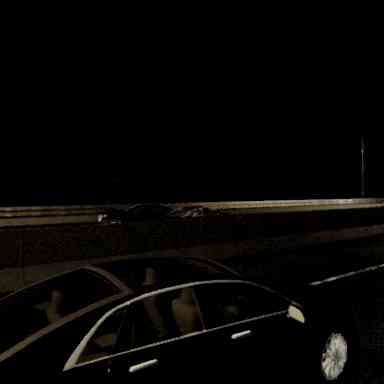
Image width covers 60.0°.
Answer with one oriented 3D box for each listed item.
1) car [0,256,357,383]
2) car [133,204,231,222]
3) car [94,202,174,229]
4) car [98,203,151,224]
[{"bbox_3d":[-0.091,1.505,3.682,4.892,1.490,1.837,0,0,-36],"label":"car"},{"bbox_3d":[-0.133,1.492,16.796,4.902,1.511,2.128,0,0,-36],"label":"car"},{"bbox_3d":[-3.891,1.492,22.713,4.902,1.511,2.128,0,0,-36],"label":"car"},{"bbox_3d":[-2.634,1.479,19.311,5.008,1.535,1.882,0,0,-36],"label":"car"}]
